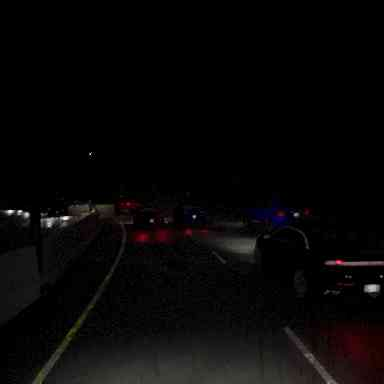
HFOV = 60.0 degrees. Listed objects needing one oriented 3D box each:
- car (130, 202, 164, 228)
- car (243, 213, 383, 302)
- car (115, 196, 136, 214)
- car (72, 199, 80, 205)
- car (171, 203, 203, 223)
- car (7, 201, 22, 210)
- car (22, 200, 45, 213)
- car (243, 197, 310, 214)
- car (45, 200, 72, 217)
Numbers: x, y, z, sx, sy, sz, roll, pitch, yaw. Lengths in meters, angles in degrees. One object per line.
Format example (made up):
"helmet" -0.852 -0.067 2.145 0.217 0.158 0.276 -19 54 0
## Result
"car" -3.097 1.651 23.245 1.812 1.442 4.674 0 0 -14
"car" 3.005 1.519 8.368 2.128 1.511 4.902 0 0 -5
"car" -7.918 1.452 39.678 2.150 2.045 5.566 0 0 -17
"car" -26.281 2.266 74.723 1.812 1.442 4.674 0 -2 -17
"car" -0.421 1.650 26.767 1.812 1.442 4.674 0 0 -15
"car" -25.574 1.950 48.732 1.994 1.385 4.181 0 0 -17
"car" -20.127 1.830 42.975 1.837 1.490 4.892 0 0 -17
"car" 4.874 1.288 19.865 2.150 2.045 5.566 0 0 -11
"car" -14.040 1.754 35.184 1.837 1.490 4.892 0 0 -17
